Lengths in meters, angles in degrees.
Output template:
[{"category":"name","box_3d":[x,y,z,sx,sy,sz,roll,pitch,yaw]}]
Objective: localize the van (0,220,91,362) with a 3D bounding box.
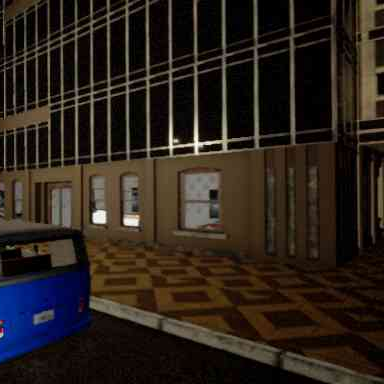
[{"category":"van","box_3d":[-3.372,1.344,5.288,3.998,1.788,1.690,0,-1,35]}]
